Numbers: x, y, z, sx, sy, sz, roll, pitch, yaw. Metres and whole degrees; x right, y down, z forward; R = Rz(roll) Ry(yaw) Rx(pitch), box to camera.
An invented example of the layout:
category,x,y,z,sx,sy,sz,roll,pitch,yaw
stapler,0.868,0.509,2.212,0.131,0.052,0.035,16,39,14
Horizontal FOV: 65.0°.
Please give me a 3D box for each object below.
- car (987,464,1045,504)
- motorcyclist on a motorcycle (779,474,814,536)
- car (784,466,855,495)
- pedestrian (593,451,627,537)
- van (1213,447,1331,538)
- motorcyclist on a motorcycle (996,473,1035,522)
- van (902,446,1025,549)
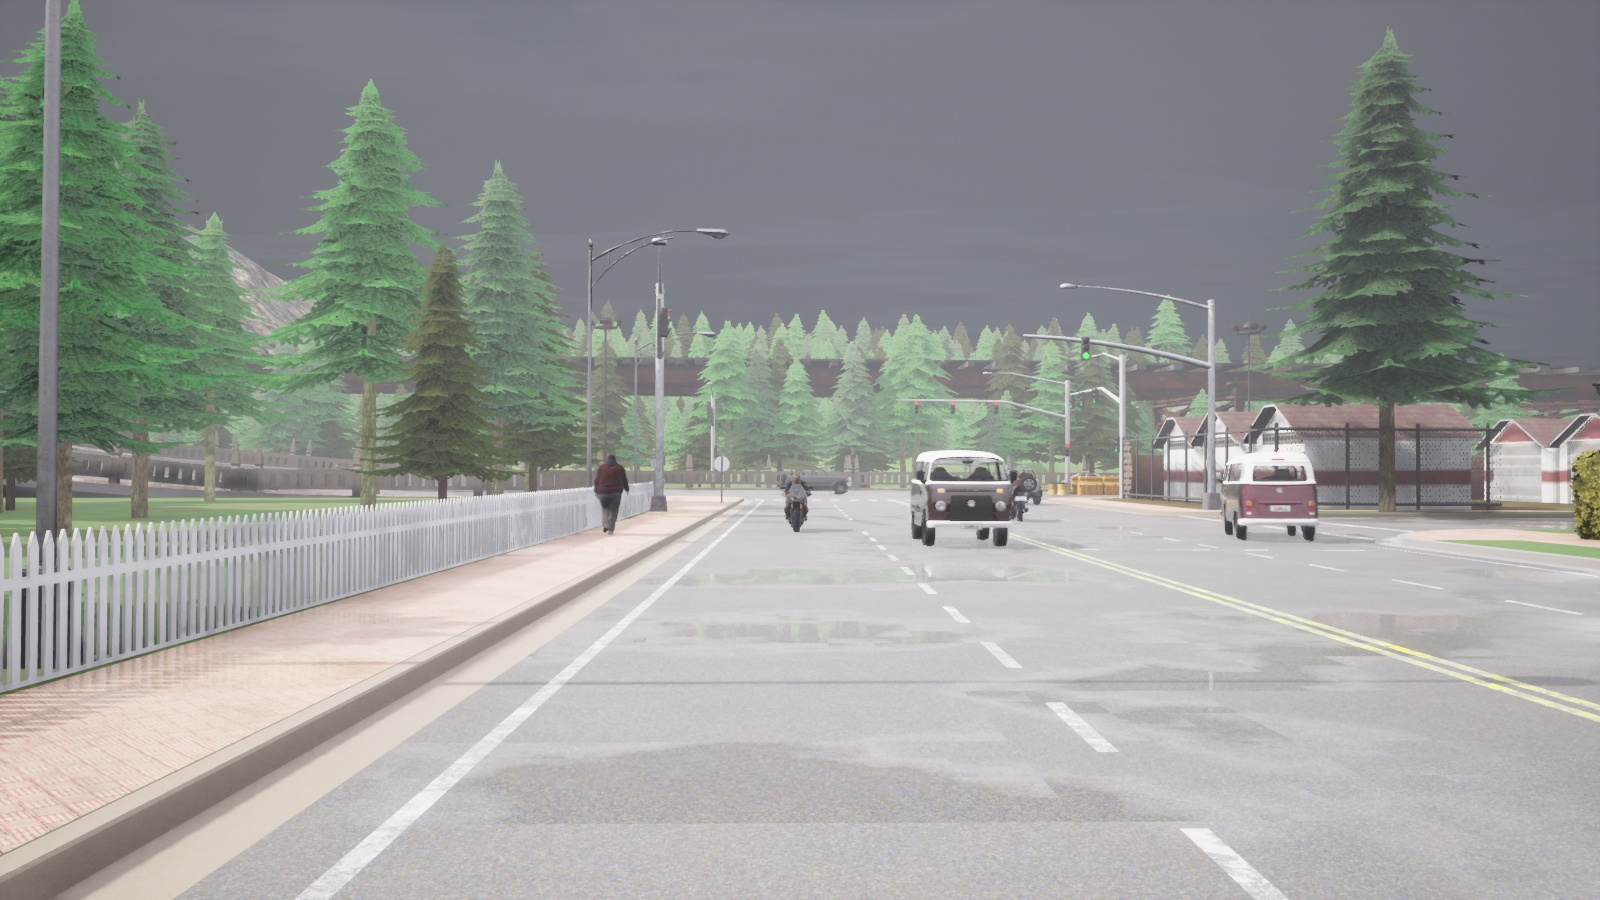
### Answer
category,x,y,z,sx,sy,sz,roll,pitch,yaw
car,10.351,1.604,60.516,1.932,1.855,4.605,0,-1,0
motorcyclist on a motorcycle,-0.080,1.394,32.462,0.866,1.530,2.191,0,-1,0
car,1.271,2.009,82.556,4.605,1.855,1.932,0,-1,-2
pedestrian,-4.121,0.947,27.309,0.634,1.844,0.899,0,-1,-2
van,11.363,1.004,30.541,2.069,2.038,4.480,-1,-1,13
motorcyclist on a motorcycle,6.900,1.497,40.322,0.866,1.530,2.191,0,-1,0
van,3.431,0.981,27.255,2.069,2.038,4.480,0,-1,0
